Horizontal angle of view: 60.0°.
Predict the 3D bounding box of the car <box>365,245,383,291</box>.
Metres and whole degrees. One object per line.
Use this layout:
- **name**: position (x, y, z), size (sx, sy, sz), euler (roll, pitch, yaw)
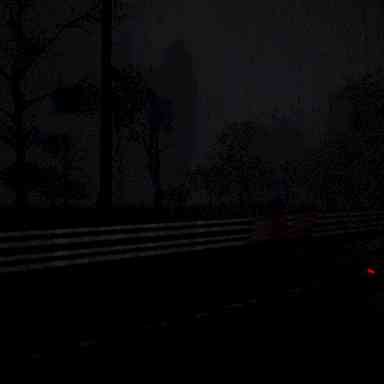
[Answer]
- **car**: position (5.848, 1.544, 7.710), size (4.674, 1.442, 1.812), euler (0, 0, -34)
